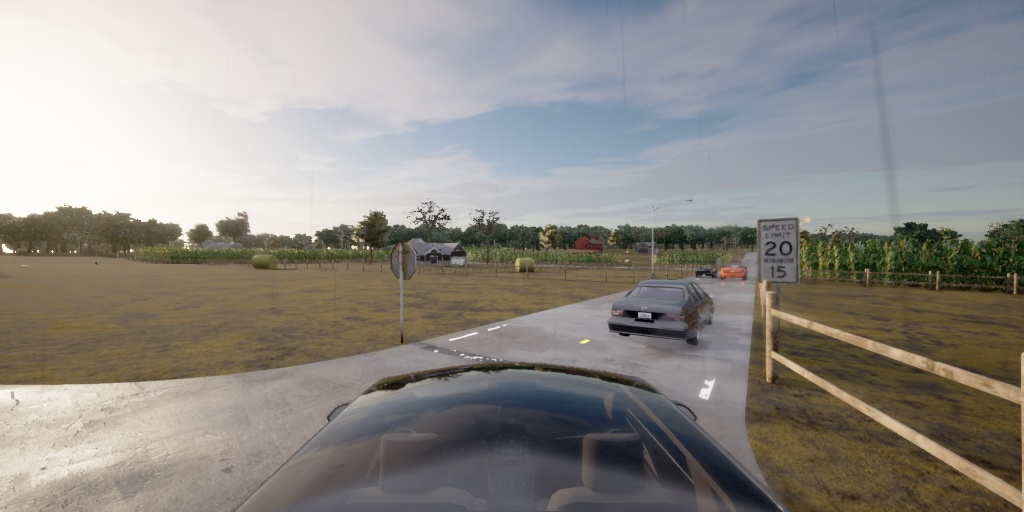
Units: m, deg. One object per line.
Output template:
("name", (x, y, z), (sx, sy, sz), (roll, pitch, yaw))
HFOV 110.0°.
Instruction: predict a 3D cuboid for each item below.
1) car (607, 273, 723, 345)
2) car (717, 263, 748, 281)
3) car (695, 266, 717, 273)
("car", (4.280, 1.340, 9.802), (2.033, 1.411, 5.357), (0, 0, 34))
("car", (22.291, 1.480, 35.966), (2.097, 1.767, 4.553), (0, -1, 35))
("car", (21.912, 1.797, 40.374), (1.895, 1.301, 4.718), (0, -1, 34))
